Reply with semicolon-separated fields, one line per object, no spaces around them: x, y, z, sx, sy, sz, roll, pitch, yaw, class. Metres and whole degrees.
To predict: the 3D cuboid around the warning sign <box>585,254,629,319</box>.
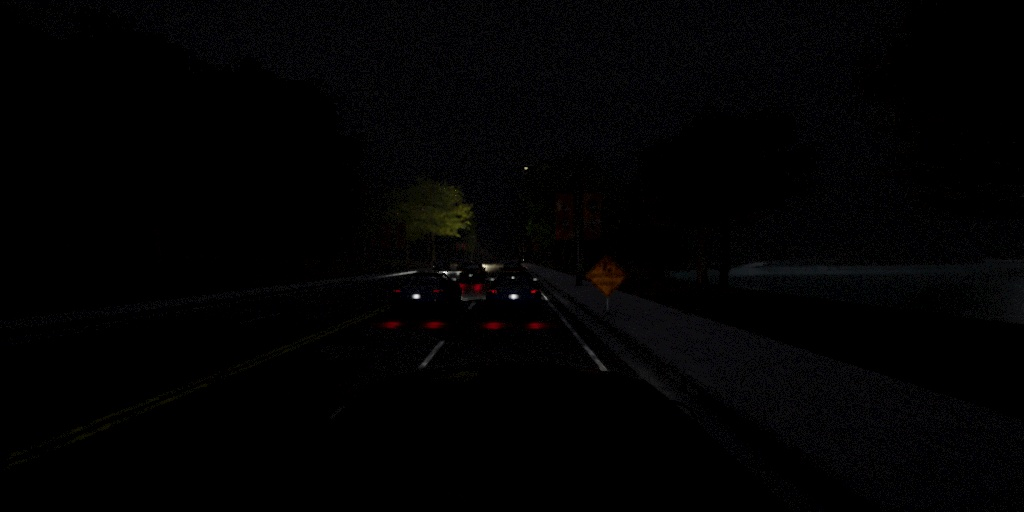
2.849;0.869;10.684;1.300;1.860;1.060;0;0;0;warning sign

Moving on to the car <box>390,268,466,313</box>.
-3.182;1.322;13.977;1.994;1.385;4.181;0;0;0;car

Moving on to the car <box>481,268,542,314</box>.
0.067;1.321;13.906;1.994;1.385;4.181;0;0;0;car

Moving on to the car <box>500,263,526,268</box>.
0.067;1.291;28.906;1.837;1.490;4.892;0;0;0;car

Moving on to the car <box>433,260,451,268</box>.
-9.834;1.351;50.437;1.837;1.490;4.892;0;0;0;car

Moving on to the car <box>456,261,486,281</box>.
-3.180;1.313;29.787;1.812;1.442;4.674;0;0;0;car

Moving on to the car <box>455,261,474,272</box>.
-6.588;1.394;50.459;2.033;1.411;5.357;0;0;0;car
